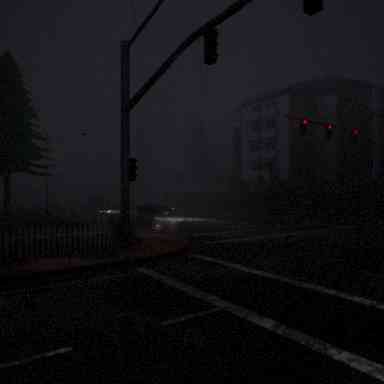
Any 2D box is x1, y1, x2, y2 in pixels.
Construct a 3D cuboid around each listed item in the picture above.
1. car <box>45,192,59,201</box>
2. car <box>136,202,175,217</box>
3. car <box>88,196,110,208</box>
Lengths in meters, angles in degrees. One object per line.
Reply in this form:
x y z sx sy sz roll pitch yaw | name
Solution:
-36.531 1.138 86.690 2.150 2.045 5.566 0 0 -41 | car
-3.517 1.592 31.483 1.895 1.301 4.718 0 0 -34 | car
-12.696 1.322 45.271 2.128 1.511 4.902 0 0 -34 | car
